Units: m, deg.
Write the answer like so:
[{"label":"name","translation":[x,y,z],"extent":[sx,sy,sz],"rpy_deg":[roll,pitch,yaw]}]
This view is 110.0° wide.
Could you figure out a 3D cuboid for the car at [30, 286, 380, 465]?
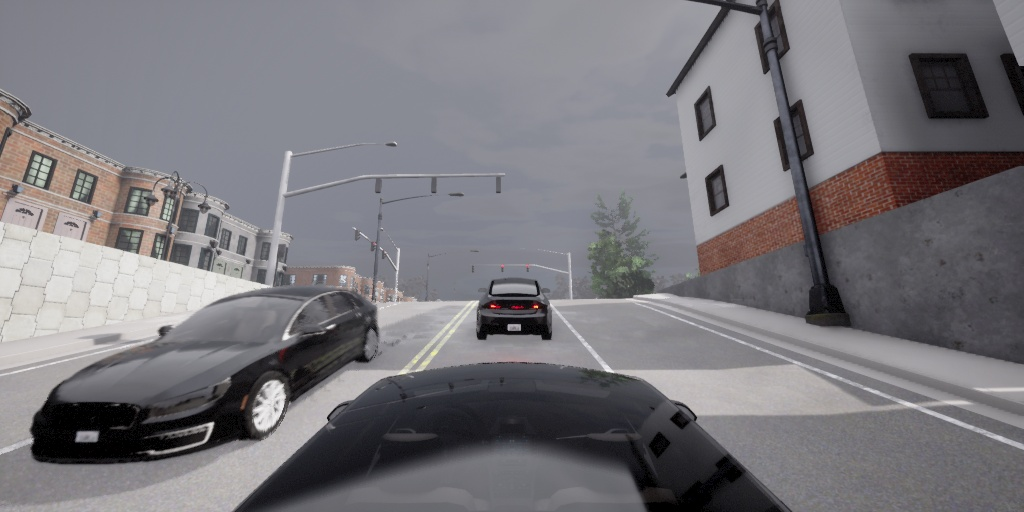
[{"label":"car","translation":[-3.605,1.280,5.470],"extent":[1.837,1.490,4.892],"rpy_deg":[0,0,0]}]

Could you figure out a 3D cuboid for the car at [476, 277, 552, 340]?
[{"label":"car","translation":[0.063,1.352,10.343],"extent":[1.837,1.490,4.892],"rpy_deg":[0,0,0]}]
